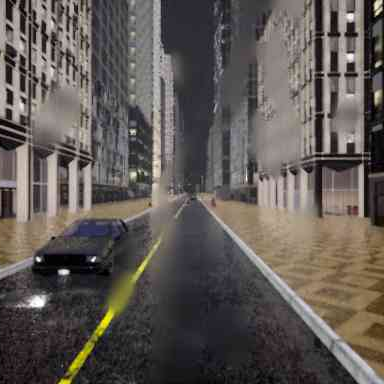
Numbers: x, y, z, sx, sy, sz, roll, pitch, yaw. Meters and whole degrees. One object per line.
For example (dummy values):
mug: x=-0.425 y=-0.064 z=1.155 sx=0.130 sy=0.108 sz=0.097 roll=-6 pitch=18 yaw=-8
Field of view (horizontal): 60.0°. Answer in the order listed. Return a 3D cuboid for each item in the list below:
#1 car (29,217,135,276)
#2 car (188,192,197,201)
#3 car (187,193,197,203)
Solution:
car: x=-3.084 y=1.549 z=10.676 sx=2.033 sy=1.411 sz=5.357 roll=0 pitch=0 yaw=0
car: x=0.084 y=1.147 z=80.749 sx=2.150 sy=2.045 sz=5.566 roll=0 pitch=0 yaw=0
car: x=0.073 y=1.549 z=70.510 sx=2.128 sy=1.511 sz=4.902 roll=0 pitch=0 yaw=0
